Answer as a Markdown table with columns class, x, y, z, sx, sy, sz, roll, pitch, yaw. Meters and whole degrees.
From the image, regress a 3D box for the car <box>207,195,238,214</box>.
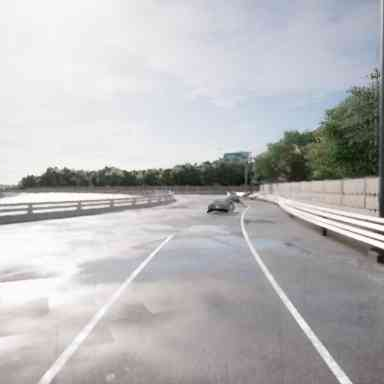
| class | x | y | z | sx | sy | sz | roll | pitch | yaw |
| --- | --- | --- | --- | --- | --- | --- | --- | --- | --- |
| car | 2.820 | 1.265 | 31.787 | 1.994 | 1.385 | 4.181 | 0 | 1 | 16 |

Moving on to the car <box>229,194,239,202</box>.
| class | x | y | z | sx | sy | sz | roll | pitch | yaw |
| --- | --- | --- | --- | --- | --- | --- | --- | --- | --- |
| car | 6.950 | 1.039 | 56.620 | 1.994 | 1.385 | 4.181 | 0 | 1 | 3 |
